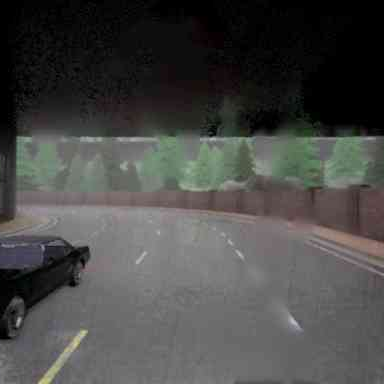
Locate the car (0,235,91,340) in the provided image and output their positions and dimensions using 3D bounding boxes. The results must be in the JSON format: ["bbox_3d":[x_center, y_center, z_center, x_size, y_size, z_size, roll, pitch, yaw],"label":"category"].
[{"bbox_3d":[-3.623,1.620,6.687,1.895,1.301,4.718,0,0,0],"label":"car"}]
